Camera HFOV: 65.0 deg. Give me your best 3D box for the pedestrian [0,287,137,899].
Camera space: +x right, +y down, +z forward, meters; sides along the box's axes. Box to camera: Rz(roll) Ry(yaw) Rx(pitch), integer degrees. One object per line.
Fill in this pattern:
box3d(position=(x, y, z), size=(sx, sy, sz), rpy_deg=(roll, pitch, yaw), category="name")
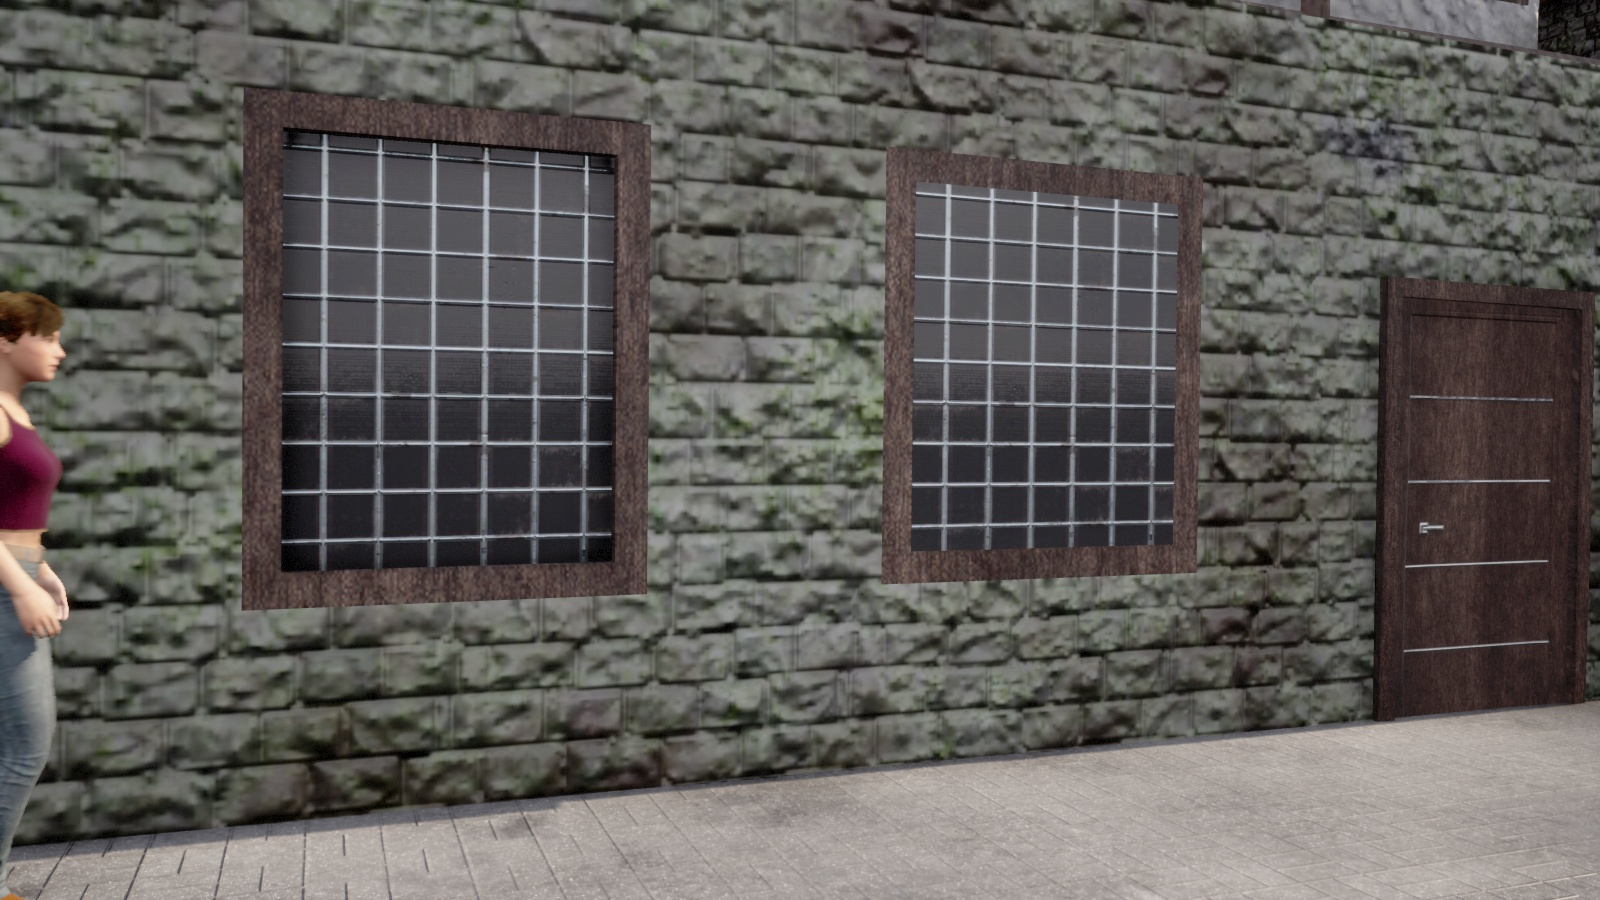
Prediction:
box3d(position=(-2.268, 0.474, 3.580), size=(0.594, 1.836, 0.345), rpy_deg=(-1, 1, -20), category="pedestrian")
